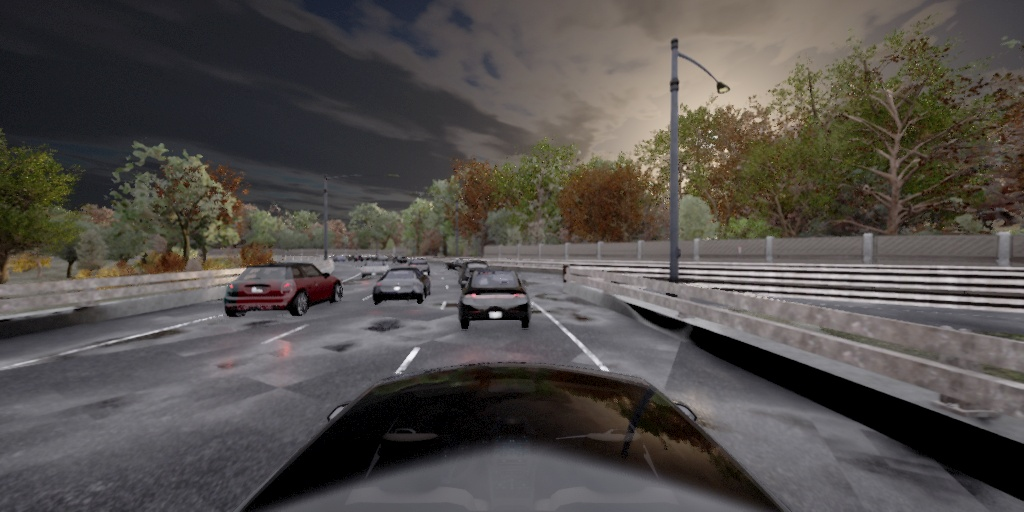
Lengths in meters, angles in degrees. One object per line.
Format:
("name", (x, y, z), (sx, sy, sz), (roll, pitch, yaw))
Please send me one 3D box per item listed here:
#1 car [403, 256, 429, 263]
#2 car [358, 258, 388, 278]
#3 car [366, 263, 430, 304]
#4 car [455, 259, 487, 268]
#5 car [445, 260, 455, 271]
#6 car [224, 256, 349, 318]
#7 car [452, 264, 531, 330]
("car", (-8.380, 0.970, 31.880), (2.128, 1.511, 4.902), (0, 1, -17))
("car", (-11.536, 1.096, 30.357), (1.895, 1.301, 4.718), (0, 1, -17))
("car", (-4.676, 1.190, 15.606), (1.994, 1.385, 4.181), (0, 1, -9))
("car", (-2.291, 1.066, 22.088), (1.837, 1.490, 4.892), (0, 1, -12))
("car", (-5.587, 1.015, 38.296), (1.895, 1.301, 4.718), (0, 1, -31))
("car", (-7.805, 1.009, 12.767), (2.097, 1.767, 4.553), (0, 1, -6))
("car", (-0.543, 1.156, 10.846), (2.128, 1.511, 4.902), (0, 0, -4))
